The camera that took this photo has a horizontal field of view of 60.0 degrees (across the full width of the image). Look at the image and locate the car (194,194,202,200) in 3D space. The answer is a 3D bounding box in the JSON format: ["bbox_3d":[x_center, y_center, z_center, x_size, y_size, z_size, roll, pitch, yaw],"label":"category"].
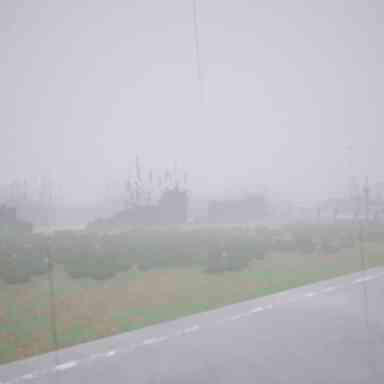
[{"bbox_3d":[0.115,0.937,47.497,2.033,1.411,5.357,0,-1,-34],"label":"car"}]
